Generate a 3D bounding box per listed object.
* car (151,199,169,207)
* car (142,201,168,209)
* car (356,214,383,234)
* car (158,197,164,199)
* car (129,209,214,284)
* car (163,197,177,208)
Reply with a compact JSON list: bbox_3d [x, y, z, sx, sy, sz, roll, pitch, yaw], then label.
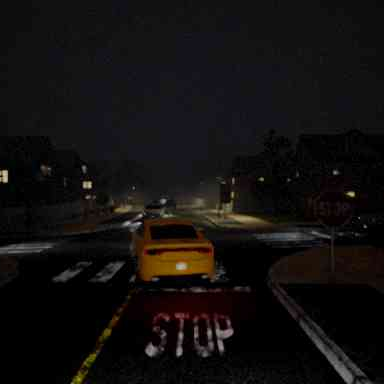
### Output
[{"bbox_3d":[-4.083,1.911,39.438,1.994,1.385,4.181,0,-1,-6],"label":"car"},{"bbox_3d":[-3.314,1.763,29.176,1.812,1.442,4.674,0,-1,-3],"label":"car"},{"bbox_3d":[11.036,1.404,16.980,4.718,1.301,1.895,-1,-1,0],"label":"car"},{"bbox_3d":[-6.211,2.047,56.253,1.837,1.490,4.892,0,-1,-9],"label":"car"},{"bbox_3d":[-0.793,1.525,9.939,1.882,1.535,5.008,0,0,-13],"label":"car"},{"bbox_3d":[-3.884,2.093,59.619,1.837,1.490,4.892,0,-1,-10],"label":"car"}]
